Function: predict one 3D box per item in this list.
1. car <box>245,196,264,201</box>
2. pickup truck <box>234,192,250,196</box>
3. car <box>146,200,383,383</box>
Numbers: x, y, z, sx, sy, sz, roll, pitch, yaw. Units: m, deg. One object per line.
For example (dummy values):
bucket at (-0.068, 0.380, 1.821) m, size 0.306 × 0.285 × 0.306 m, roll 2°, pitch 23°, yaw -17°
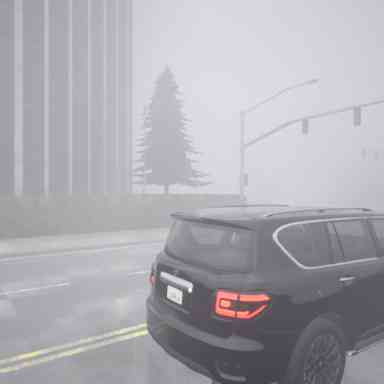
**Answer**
car at (8.406, 1.560, 43.094) m, size 1.994 × 1.385 × 4.181 m, roll 0°, pitch 0°, yaw -36°
pickup truck at (10.198, 1.052, 68.782) m, size 2.390 × 2.098 × 6.274 m, roll 0°, pitch 0°, yaw -5°
car at (2.014, 1.221, 5.179) m, size 5.566 × 2.045 × 2.150 m, roll 0°, pitch 0°, yaw -35°
